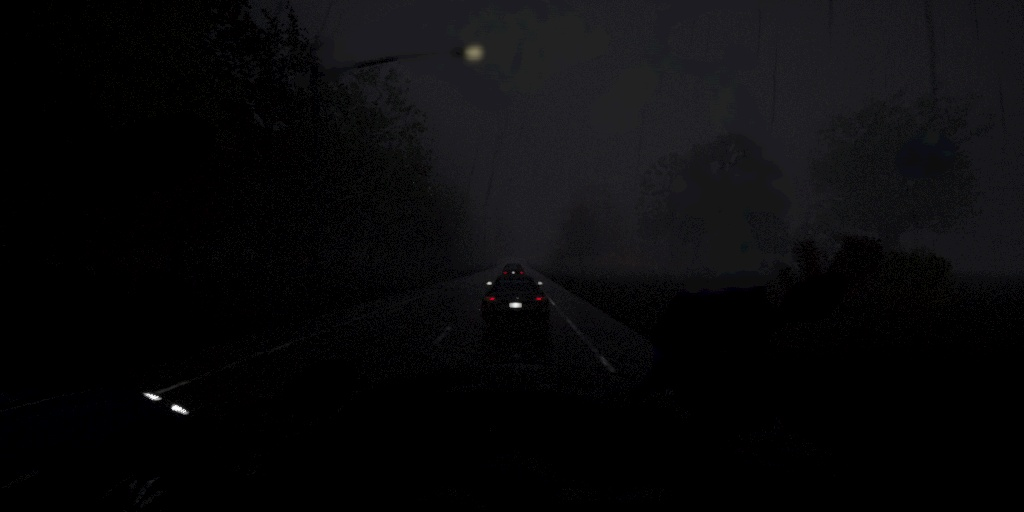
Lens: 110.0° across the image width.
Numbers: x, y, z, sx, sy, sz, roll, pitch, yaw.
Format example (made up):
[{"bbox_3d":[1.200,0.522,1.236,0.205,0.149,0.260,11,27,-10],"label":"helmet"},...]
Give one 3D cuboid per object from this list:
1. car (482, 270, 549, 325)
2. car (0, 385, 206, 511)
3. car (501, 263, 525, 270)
[{"bbox_3d":[0.100,1.320,11.839,1.994,1.385,4.181,0,0,0],"label":"car"},{"bbox_3d":[-3.378,1.102,0.800,2.097,1.767,4.553,0,0,1],"label":"car"},{"bbox_3d":[0.102,1.316,29.661,2.033,1.411,5.357,0,0,0],"label":"car"}]
